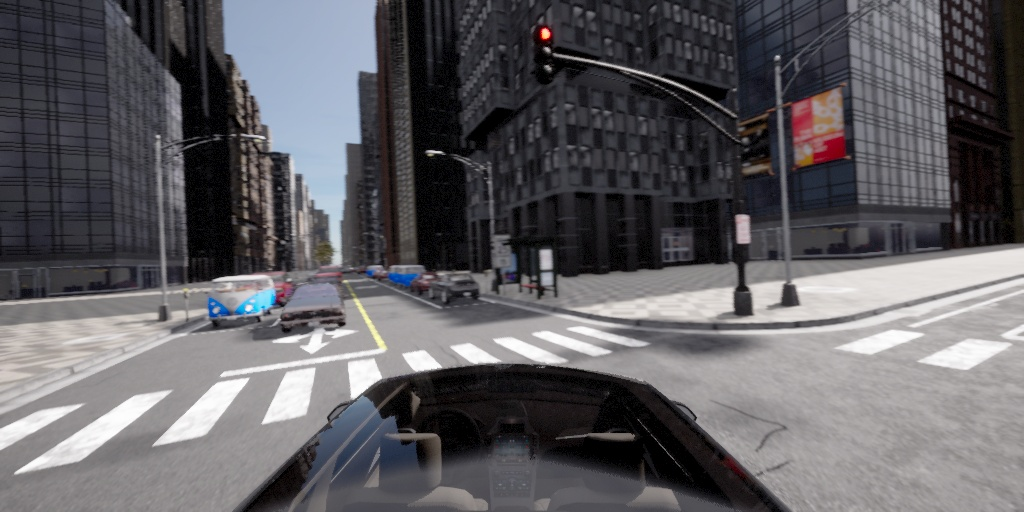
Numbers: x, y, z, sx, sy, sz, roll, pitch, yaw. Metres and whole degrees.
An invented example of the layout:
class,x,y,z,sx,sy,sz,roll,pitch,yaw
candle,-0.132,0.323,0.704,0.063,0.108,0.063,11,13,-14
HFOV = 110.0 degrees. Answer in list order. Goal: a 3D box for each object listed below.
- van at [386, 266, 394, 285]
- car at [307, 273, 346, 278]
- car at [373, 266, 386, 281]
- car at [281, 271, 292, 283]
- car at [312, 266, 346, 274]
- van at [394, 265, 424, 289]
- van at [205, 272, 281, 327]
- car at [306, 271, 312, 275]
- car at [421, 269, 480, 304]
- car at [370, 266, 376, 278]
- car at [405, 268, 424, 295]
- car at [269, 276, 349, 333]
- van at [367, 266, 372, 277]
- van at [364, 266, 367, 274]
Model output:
class,x,y,z,sx,sy,sz,roll,pitch,yaw
van,-10.384,1.764,33.326,1.690,1.789,3.998,0,0,-26
car,-11.419,1.974,22.022,1.994,1.385,4.181,-3,0,-25
car,-15.350,2.308,43.533,1.802,1.307,4.207,0,0,-26
car,-13.071,1.791,19.383,2.192,1.841,5.009,0,0,-26
car,-17.184,1.979,33.856,2.150,2.045,5.566,-3,0,-26
van,-7.901,1.614,28.224,1.690,1.789,3.998,0,0,-26
van,-10.588,1.669,14.280,1.690,1.789,3.998,0,0,-26
car,-30.454,3.085,55.105,2.007,1.370,4.403,0,0,-26
car,-2.934,1.527,18.016,2.007,1.370,4.403,0,0,-26
car,-17.834,2.460,48.636,1.802,1.307,4.207,0,0,-26
car,-5.417,1.707,23.120,1.802,1.307,4.207,0,0,-26
car,-7.068,1.697,13.057,2.033,1.411,5.357,-3,0,-26
van,-20.317,2.372,53.740,1.690,1.789,3.998,0,0,-26
van,-22.801,2.524,58.843,1.690,1.789,3.998,0,0,-26
